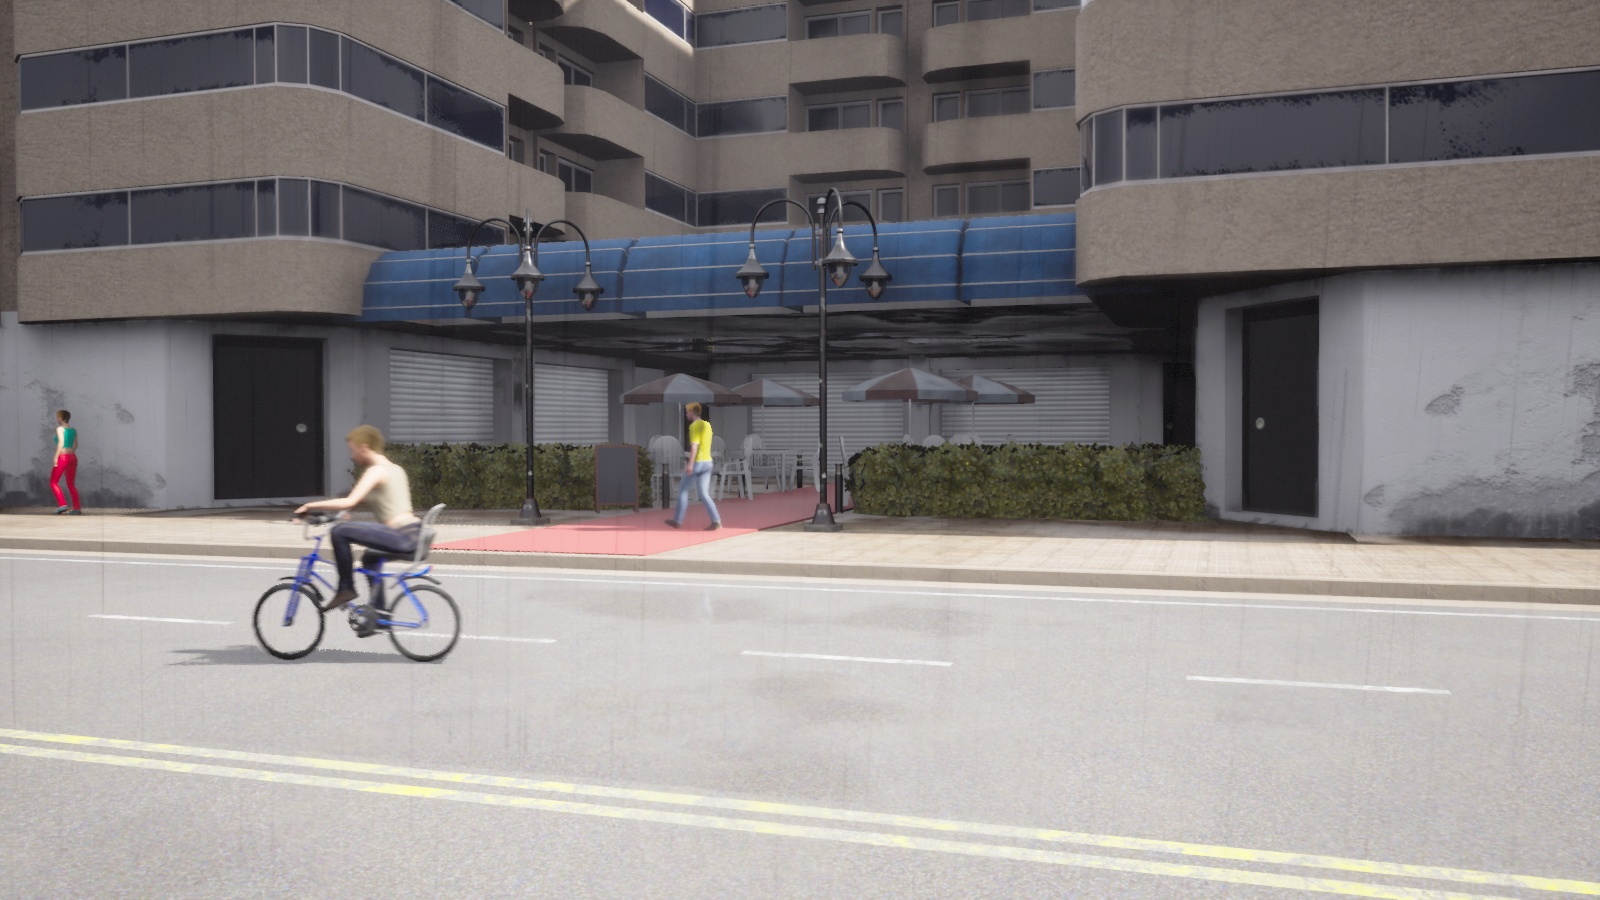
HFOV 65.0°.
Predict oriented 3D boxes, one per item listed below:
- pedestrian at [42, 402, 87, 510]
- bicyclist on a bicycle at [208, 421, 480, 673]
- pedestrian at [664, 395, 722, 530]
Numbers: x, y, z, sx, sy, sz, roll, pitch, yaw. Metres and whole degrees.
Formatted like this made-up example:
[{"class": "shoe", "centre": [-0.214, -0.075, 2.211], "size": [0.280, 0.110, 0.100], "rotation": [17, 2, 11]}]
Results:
[{"class": "pedestrian", "centre": [-12.672, 0.091, 21.640], "size": [0.594, 1.836, 0.345], "rotation": [1, 1, 18]}, {"class": "bicyclist on a bicycle", "centre": [-3.064, 0.615, 8.541], "size": [1.509, 1.612, 0.866], "rotation": [0, 1, 6]}, {"class": "pedestrian", "centre": [-1.481, 0.167, 17.371], "size": [0.706, 1.836, 0.354], "rotation": [1, 1, 25]}]
